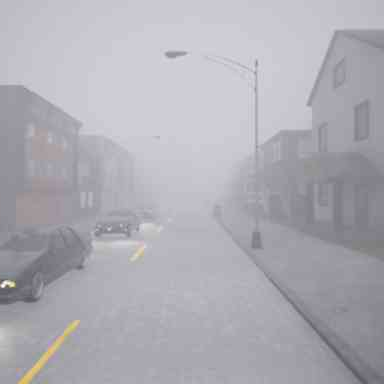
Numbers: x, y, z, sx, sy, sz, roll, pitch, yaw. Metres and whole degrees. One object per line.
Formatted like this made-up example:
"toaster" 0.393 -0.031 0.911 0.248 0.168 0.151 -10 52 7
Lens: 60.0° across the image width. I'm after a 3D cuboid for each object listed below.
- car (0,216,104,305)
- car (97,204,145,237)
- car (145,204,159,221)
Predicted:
"car" -4.084 1.590 8.583 2.033 1.411 5.357 0 0 0
"car" -4.083 1.596 18.857 1.837 1.490 4.892 0 0 0
"car" -4.066 1.740 28.927 1.895 1.301 4.718 0 0 0
